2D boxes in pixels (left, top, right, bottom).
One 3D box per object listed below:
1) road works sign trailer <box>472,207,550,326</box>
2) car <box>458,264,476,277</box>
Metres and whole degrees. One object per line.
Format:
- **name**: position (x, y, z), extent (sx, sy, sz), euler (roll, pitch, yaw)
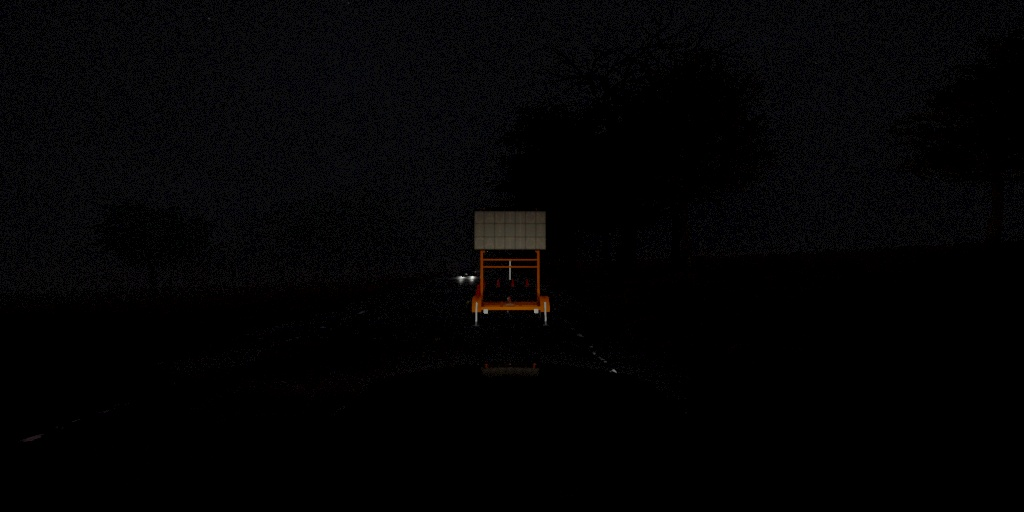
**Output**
- **road works sign trailer**: position (-0.066, 0.231, 11.701), extent (2.380, 3.560, 2.880), euler (0, 0, -2)
- **car**: position (-5.317, 1.717, 42.558), extent (2.033, 1.411, 5.357), euler (0, -1, -5)
